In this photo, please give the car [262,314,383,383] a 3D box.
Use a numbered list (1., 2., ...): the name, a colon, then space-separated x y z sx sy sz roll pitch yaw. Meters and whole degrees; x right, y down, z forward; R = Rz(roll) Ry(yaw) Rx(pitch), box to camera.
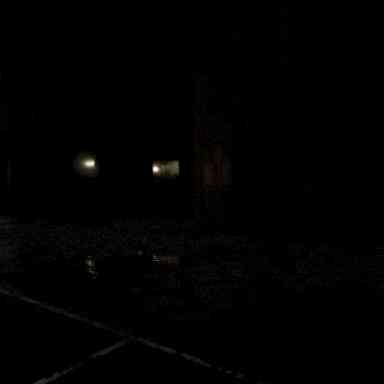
1. car: 2.652 1.315 1.188 5.009 1.841 2.192 0 0 36
